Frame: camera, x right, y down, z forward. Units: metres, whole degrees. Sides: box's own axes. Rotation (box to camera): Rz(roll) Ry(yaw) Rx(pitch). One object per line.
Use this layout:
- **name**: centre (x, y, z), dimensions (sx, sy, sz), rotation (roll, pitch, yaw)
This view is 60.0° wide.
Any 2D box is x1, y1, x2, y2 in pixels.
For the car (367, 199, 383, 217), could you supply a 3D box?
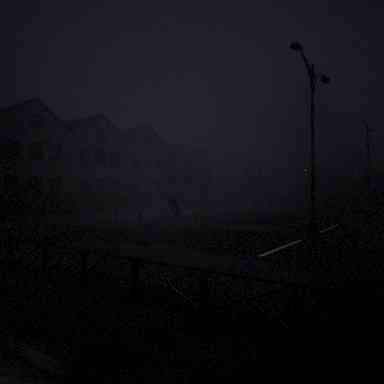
- **car**: centre (15.442, 1.298, 26.798), dimensions (2.007, 1.523, 4.514), rotation (0, 0, 35)

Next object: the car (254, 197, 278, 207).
- **car**: centre (10.440, 1.356, 46.668), dimensions (2.033, 1.411, 5.357), rotation (0, 0, 32)

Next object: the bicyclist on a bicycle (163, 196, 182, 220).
- **bicyclist on a bicycle**: centre (-1.376, 1.109, 23.031), dimensions (1.656, 1.620, 0.582), rotation (0, 0, 35)
